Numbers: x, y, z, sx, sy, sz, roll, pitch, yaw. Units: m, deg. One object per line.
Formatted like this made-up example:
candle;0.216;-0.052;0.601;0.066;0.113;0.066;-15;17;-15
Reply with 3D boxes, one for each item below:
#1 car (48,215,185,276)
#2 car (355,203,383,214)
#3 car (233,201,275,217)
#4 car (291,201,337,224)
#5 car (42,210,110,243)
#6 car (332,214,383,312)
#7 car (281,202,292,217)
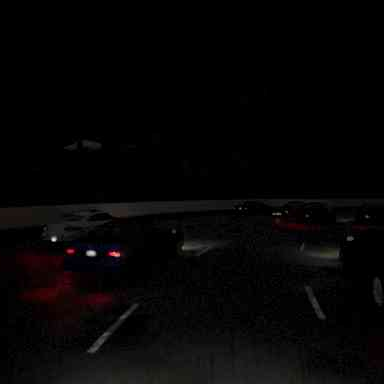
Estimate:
car;-1.778;1.537;10.450;2.033;1.411;5.357;0;0;15
car;13.891;1.578;25.217;1.882;1.535;5.008;0;0;40
car;6.142;1.595;32.624;2.033;1.411;5.357;0;0;42
car;9.595;1.548;25.412;1.882;1.535;5.008;0;0;37
car;-4.351;1.498;14.385;1.812;1.442;4.674;0;0;18
car;4.793;1.512;7.600;1.882;1.535;5.008;0;0;12
car;10.006;1.600;31.223;1.812;1.442;4.674;0;0;43
